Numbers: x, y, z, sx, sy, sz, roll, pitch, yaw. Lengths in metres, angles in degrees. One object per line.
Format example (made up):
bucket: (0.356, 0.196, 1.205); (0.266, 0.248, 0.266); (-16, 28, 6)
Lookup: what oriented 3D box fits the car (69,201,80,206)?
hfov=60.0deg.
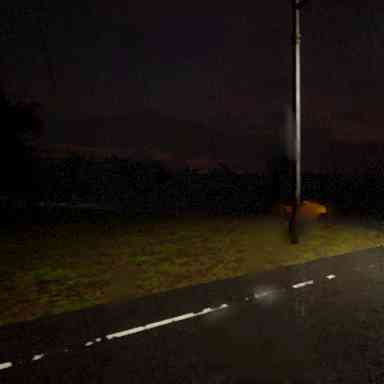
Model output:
car: (-30.221, 2.931, 85.636); (1.895, 1.301, 4.718); (2, -2, -32)

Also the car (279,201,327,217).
car: (11.296, 1.710, 34.249); (1.882, 1.535, 5.008); (2, -2, -36)
